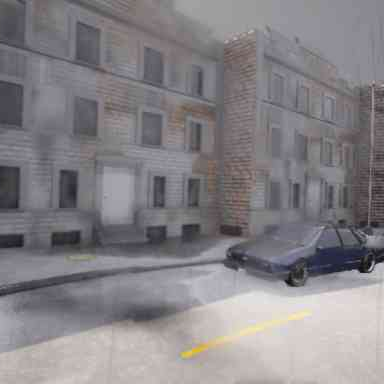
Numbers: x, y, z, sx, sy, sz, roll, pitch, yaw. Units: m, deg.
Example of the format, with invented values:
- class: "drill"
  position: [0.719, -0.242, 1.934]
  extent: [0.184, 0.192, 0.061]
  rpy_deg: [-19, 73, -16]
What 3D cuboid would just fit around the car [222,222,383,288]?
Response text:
- class: "car"
  position: [3.470, 1.594, 9.497]
  extent: [5.357, 1.411, 2.033]
  rpy_deg: [2, 1, -33]
